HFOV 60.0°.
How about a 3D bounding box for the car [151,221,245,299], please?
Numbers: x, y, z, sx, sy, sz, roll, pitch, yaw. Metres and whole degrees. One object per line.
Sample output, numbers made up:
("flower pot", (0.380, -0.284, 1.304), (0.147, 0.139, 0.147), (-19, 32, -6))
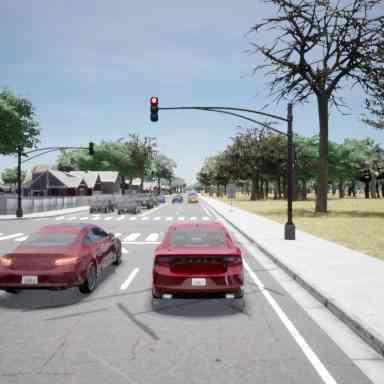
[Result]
("car", (0.118, 1.477, 8.495), (1.882, 1.535, 5.008), (0, 0, 0))

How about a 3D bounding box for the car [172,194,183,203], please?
("car", (-2.989, 1.499, 66.330), (1.812, 1.442, 4.674), (0, 0, 0))

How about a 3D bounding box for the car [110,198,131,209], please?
("car", (-9.736, 1.516, 45.502), (1.812, 1.442, 4.674), (0, 0, 1))

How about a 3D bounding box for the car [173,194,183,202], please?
("car", (-3.067, 1.321, 76.296), (2.097, 1.767, 4.553), (0, 0, 0))

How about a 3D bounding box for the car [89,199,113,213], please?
("car", (-9.759, 1.499, 36.369), (1.837, 1.490, 4.892), (0, 0, 0))

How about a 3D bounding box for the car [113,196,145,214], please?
("car", (-6.513, 1.499, 34.858), (1.837, 1.490, 4.892), (0, 0, 0))

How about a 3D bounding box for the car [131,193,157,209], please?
("car", (-6.487, 1.212, 44.709), (2.150, 2.045, 5.566), (0, 0, 1))

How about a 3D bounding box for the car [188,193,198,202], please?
("car", (0.183, 1.190, 76.324), (2.150, 2.045, 5.566), (0, 0, 0))

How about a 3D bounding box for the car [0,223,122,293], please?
("car", (-3.129, 1.525, 8.706), (1.812, 1.442, 4.674), (0, 0, 0))

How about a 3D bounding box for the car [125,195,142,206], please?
("car", (-9.707, 1.335, 55.388), (2.097, 1.767, 4.553), (0, 0, 0))

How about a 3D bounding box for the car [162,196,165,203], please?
("car", (-6.374, 1.452, 65.827), (1.882, 1.535, 5.008), (0, 0, 1))

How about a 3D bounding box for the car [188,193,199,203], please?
("car", (0.256, 1.452, 65.923), (1.882, 1.535, 5.008), (0, 0, 0))

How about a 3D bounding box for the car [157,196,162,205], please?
("car", (-6.459, 1.489, 54.738), (1.837, 1.490, 4.892), (0, 0, 0))

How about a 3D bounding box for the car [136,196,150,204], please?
("car", (-9.620, 1.521, 66.007), (2.033, 1.411, 5.357), (0, 0, 0))
